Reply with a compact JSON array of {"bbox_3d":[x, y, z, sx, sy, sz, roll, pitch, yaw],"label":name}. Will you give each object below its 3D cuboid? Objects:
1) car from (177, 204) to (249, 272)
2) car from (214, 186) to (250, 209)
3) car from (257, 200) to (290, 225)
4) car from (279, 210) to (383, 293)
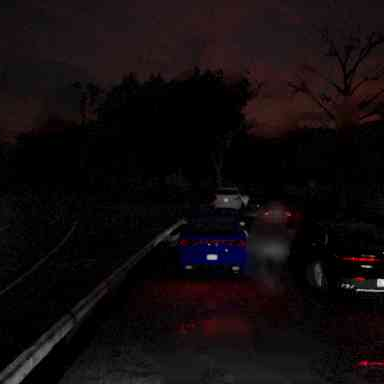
[{"bbox_3d":[0.682,1.392,10.577,1.882,1.535,5.008,0,1,4],"label":"car"},{"bbox_3d":[3.377,0.542,27.331,2.150,2.045,5.566,1,3,18],"label":"car"},{"bbox_3d":[5.146,1.183,20.842,2.033,1.411,5.357,1,2,9],"label":"car"},{"bbox_3d":[3.786,1.460,8.703,1.837,1.490,4.892,0,0,3],"label":"car"}]
